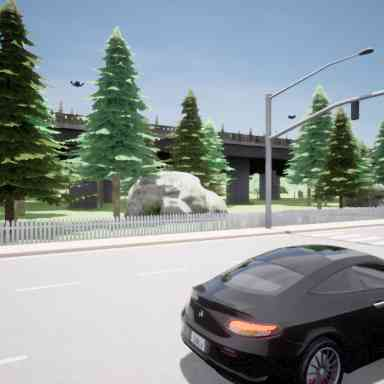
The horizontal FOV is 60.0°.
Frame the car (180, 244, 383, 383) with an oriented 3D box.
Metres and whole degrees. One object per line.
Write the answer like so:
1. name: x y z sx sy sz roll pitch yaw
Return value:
1. car: 2.082 1.526 4.908 4.674 1.442 1.812 0 0 -29
